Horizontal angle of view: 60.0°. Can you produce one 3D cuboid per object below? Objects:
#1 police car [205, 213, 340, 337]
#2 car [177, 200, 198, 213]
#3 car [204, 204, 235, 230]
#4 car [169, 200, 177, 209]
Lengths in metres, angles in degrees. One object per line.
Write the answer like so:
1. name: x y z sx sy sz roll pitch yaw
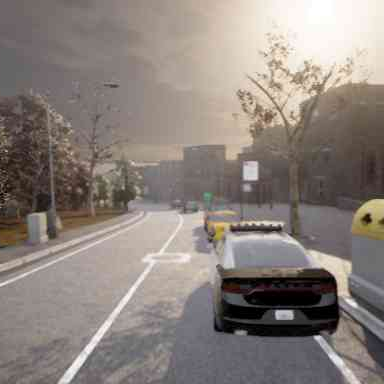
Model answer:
1. police car: 1.338 1.494 7.101 1.930 1.638 5.238 -1 -1 2
2. car: -0.372 1.993 44.945 2.128 1.511 4.902 -1 -1 -8
3. car: 1.672 1.637 17.221 1.801 1.575 5.366 -1 -1 2
4. car: -2.743 2.199 58.419 1.837 1.490 4.892 -2 -1 -14
